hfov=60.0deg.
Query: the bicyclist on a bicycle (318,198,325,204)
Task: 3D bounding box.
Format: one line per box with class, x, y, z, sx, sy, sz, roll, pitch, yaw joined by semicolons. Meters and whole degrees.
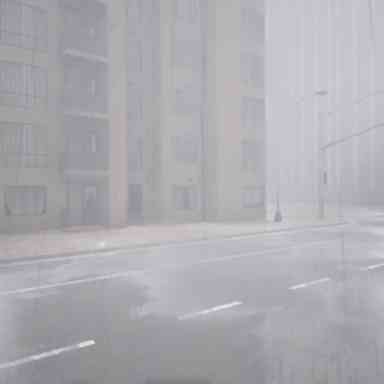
bicyclist on a bicycle;18.554;0.974;47.682;1.656;1.620;0.582;-1;1;-34
